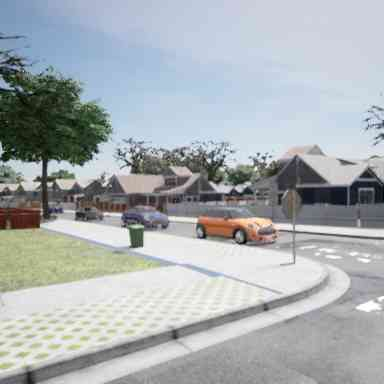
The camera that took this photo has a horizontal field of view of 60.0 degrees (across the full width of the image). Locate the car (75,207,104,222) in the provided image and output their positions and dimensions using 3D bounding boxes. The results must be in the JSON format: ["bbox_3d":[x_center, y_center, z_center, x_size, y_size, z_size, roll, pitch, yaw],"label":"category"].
[{"bbox_3d":[-10.806,2.308,34.857,1.837,1.490,4.892,-1,-1,-37],"label":"car"}]

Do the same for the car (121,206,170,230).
[{"bbox_3d":[-3.588,1.849,25.102,2.097,1.767,4.553,-1,-1,-36],"label":"car"}]

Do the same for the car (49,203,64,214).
[{"bbox_3d":[-22.912,2.667,54.777,2.097,1.767,4.553,-1,-1,-41],"label":"car"}]

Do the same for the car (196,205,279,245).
[{"bbox_3d":[2.202,1.587,17.113,2.097,1.767,4.553,-1,-1,-36],"label":"car"}]
